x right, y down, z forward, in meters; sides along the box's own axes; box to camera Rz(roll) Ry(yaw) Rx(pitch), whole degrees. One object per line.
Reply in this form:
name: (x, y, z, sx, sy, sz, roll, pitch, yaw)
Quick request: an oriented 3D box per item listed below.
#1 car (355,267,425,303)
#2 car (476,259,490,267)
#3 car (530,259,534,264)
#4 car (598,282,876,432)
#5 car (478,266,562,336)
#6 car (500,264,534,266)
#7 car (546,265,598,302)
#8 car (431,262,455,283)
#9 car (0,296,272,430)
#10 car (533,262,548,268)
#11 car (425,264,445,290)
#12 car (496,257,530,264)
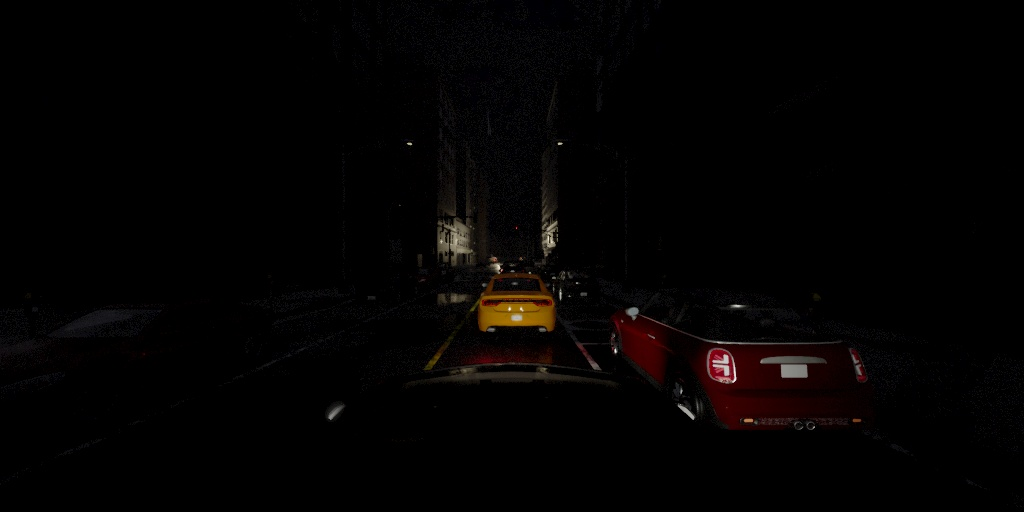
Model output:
car: (-5.638, 1.316, 16.592, 1.948, 1.339, 4.313, 0, 0, 0)
car: (-5.502, 1.374, 64.697, 1.802, 1.307, 4.207, 0, 0, 0)
car: (3.023, 1.231, 64.665, 1.967, 1.591, 4.097, 0, 0, 0)
car: (2.865, 1.189, 5.571, 1.967, 1.591, 4.097, 0, 0, 0)
car: (0.115, 1.228, 10.460, 1.882, 1.535, 5.008, 0, 0, 0)
car: (0.138, 1.315, 19.448, 1.994, 1.385, 4.181, 0, 0, 0)
car: (2.887, 1.301, 16.574, 2.007, 1.370, 4.403, 0, 0, 0)
car: (-5.615, 1.192, 27.595, 1.967, 1.591, 4.097, 0, 0, 0)
car: (-5.661, 1.332, 5.590, 1.802, 1.307, 4.207, 0, 0, 0)
car: (2.910, 1.318, 27.577, 1.948, 1.339, 4.313, 0, 0, 0)
car: (-5.627, 1.334, 22.093, 1.802, 1.307, 4.207, 0, 0, 0)
car: (0.085, 1.105, 28.180, 2.097, 1.767, 4.553, 0, 0, 1)
